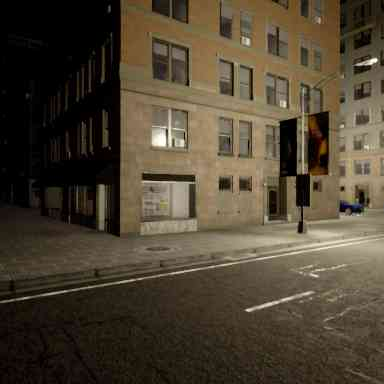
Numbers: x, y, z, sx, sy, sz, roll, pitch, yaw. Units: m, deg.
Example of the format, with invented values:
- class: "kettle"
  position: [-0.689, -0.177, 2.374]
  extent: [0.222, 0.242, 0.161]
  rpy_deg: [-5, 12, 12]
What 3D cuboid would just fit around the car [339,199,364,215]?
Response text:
- class: "car"
  position: [14.948, 1.460, 34.041]
  extent: [1.882, 1.535, 5.008]
  rpy_deg: [0, 0, -35]
